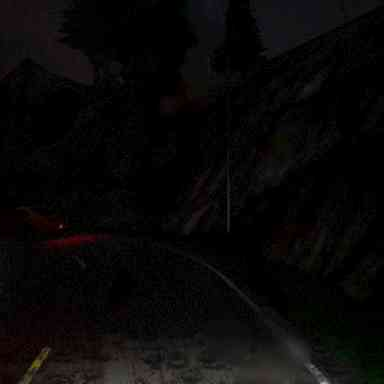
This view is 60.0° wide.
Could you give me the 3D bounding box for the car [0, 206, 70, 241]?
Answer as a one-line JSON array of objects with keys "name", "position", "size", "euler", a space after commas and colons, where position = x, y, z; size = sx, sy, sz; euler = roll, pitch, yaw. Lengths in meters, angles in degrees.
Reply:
[{"name": "car", "position": [-8.486, 1.470, 16.657], "size": [5.008, 1.535, 1.882], "euler": [0, 0, 22]}]
